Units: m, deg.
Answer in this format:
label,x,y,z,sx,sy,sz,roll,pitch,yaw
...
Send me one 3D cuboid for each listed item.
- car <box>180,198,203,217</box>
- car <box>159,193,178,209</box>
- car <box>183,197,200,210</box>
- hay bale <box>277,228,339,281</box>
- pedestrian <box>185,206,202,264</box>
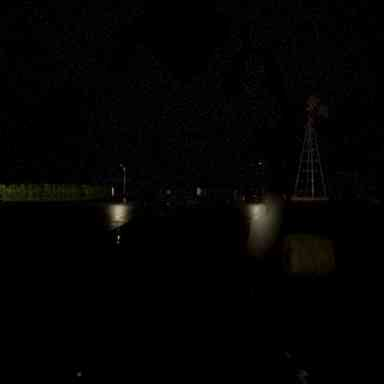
label,x,y,z,sx,sy,sz,roll,pitch,yaw
car,-0.036,1.433,30.501,1.882,1.535,5.008,0,0,0
car,-3.006,1.149,43.887,2.150,2.045,5.566,0,0,0
car,-0.089,1.476,43.698,2.033,1.411,5.357,0,0,0
hay bale,3.097,1.645,9.051,1.220,1.180,1.240,1,1,0
pedestrian,0.013,1.282,10.129,0.375,1.860,0.375,-1,1,0
